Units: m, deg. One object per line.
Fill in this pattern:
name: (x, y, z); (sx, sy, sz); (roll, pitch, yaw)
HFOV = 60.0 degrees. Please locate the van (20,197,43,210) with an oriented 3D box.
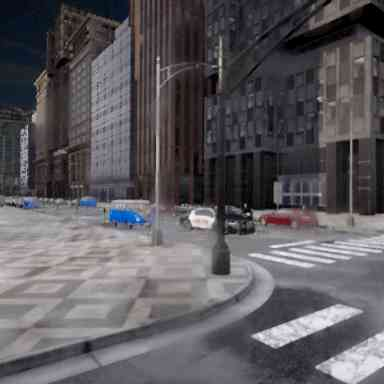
van: (-23.732, 1.651, 49.045); (1.690, 1.788, 3.998); (0, 0, -36)

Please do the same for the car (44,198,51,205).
car: (-30.014, 2.073, 72.368); (2.008, 1.369, 4.403); (0, 0, -36)

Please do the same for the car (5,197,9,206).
car: (-33.630, 2.003, 62.798); (1.802, 1.307, 4.206); (0, 0, -36)

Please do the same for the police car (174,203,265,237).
police car: (1.373, 1.571, 18.736); (2.038, 1.542, 4.974); (1, -1, -36)

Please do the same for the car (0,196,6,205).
car: (-36.930, 2.008, 67.383); (2.008, 1.369, 4.403); (0, 0, -36)

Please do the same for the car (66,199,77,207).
car: (-20.116, 1.964, 58.614); (2.008, 1.369, 4.403); (0, 0, -36)

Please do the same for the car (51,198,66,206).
car: (-26.815, 2.013, 67.921); (1.752, 1.417, 4.829); (0, 0, -36)

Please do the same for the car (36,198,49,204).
car: (-36.614, 2.145, 81.537); (2.008, 1.369, 4.403); (0, 0, -36)

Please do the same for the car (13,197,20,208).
car: (-27.032, 1.913, 53.628); (1.947, 1.339, 4.313); (0, 0, -36)

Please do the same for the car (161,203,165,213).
car: (-3.619, 1.805, 35.690); (1.802, 1.307, 4.206); (0, 0, -36)

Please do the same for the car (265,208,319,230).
car: (6.279, 1.687, 21.935); (1.802, 1.307, 4.206); (0, 0, -36)

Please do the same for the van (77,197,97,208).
van: (-16.817, 1.717, 54.030); (1.690, 1.788, 3.998); (0, 0, -36)

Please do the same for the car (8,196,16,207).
car: (-30.331, 1.929, 58.214); (1.887, 1.381, 4.507); (0, 0, -36)

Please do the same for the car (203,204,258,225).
car: (2.980, 1.711, 26.520); (1.947, 1.339, 4.313); (0, 0, -36)

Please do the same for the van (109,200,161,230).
van: (-3.935, 1.421, 21.535); (1.690, 1.788, 3.998); (0, 0, -36)

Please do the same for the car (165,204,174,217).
car: (-0.320, 1.736, 31.105); (2.008, 1.369, 4.403); (0, 0, -36)

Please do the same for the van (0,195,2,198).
van: (-43.530, 1.870, 76.554); (1.690, 1.788, 3.998); (0, 0, -36)
